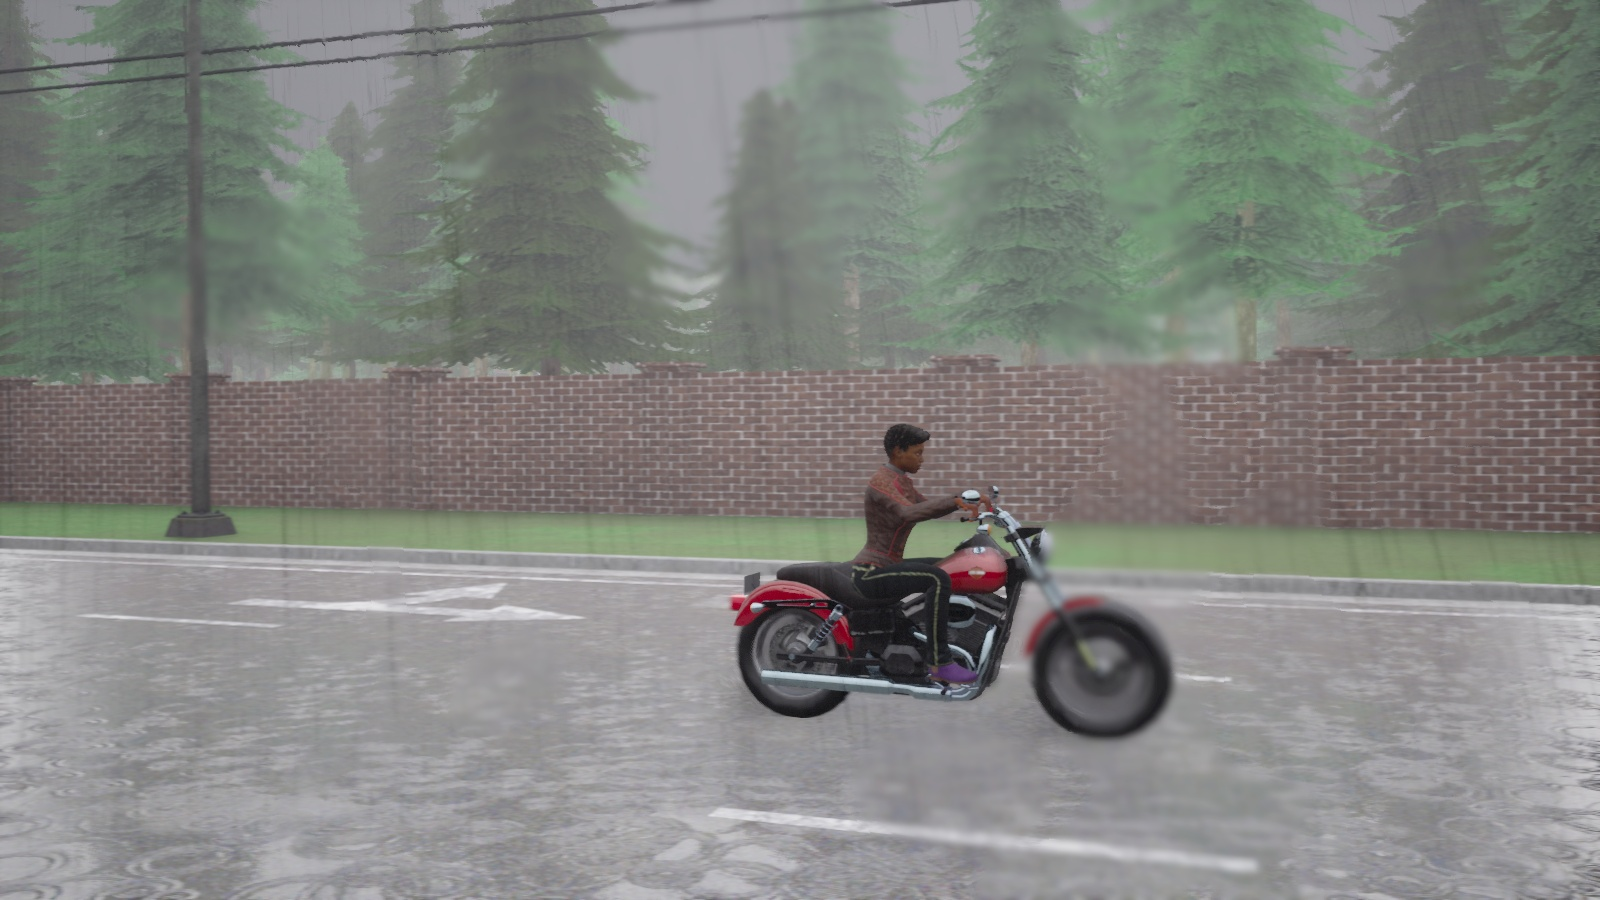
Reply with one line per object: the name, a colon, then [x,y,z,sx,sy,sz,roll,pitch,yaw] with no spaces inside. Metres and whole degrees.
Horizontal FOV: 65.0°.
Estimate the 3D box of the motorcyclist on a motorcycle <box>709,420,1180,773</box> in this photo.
motorcyclist on a motorcycle: [0.758,0.674,6.630,2.350,1.649,0.766,1,1,19]
